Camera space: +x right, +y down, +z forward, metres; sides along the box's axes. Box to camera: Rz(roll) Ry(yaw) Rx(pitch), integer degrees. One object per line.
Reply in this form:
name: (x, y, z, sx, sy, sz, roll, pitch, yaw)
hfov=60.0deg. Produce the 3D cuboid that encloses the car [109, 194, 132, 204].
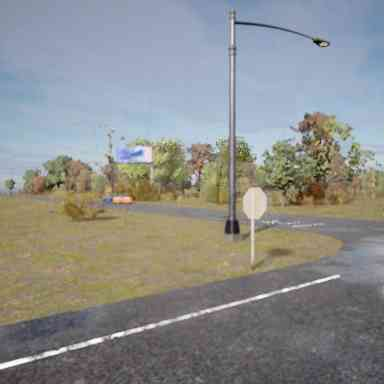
car: (-11.981, 1.178, 56.986, 2.097, 1.767, 4.553, 0, 0, -33)

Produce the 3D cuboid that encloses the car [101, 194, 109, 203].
car: (-15.199, 1.168, 61.694, 2.097, 1.767, 4.553, 0, 0, -34)
